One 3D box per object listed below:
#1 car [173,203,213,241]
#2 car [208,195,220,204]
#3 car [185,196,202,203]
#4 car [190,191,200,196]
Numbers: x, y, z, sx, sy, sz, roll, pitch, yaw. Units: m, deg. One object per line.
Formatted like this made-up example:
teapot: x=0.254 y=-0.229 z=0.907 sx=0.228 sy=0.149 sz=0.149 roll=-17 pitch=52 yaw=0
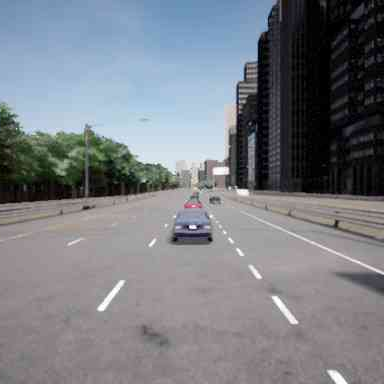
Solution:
car: x=0.035 y=1.517 z=16.520 sx=2.033 sy=1.411 sz=5.357 roll=0 pitch=0 yaw=0
car: x=3.994 y=1.263 z=59.092 sx=1.837 sy=1.490 sz=4.892 roll=0 pitch=1 yaw=1
car: x=0.157 y=1.439 z=36.538 sx=1.994 sy=1.385 sz=4.181 roll=0 pitch=0 yaw=0
car: x=0.565 y=1.110 z=71.063 sx=1.837 sy=1.490 sz=4.892 roll=0 pitch=1 yaw=1
